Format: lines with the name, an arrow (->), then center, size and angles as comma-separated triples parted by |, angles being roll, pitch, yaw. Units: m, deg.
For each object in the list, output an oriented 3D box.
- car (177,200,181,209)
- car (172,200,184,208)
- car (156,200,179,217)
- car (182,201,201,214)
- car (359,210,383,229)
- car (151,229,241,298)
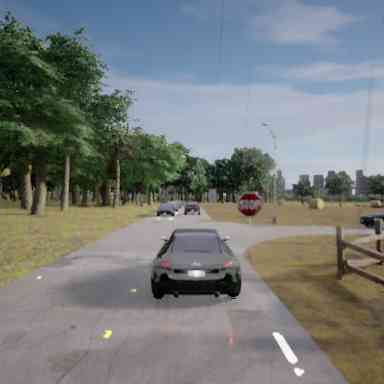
car -> -2.855, 2.047, 46.683 | 1.812, 1.442, 4.674 | 0, -1, 0
car -> -2.793, 2.334, 67.055 | 2.128, 1.511, 4.902 | 0, -1, 0
car -> -2.838, 1.930, 36.945 | 2.033, 1.411, 5.357 | 0, -1, -1
car -> 0.054, 1.949, 41.466 | 1.837, 1.490, 4.892 | 0, -1, 0
car -> 14.361, 1.757, 23.247 | 5.008, 1.535, 1.882 | 0, -2, 0
car -> 0.095, 1.644, 8.770 | 1.994, 1.385, 4.181 | 0, 0, 0
